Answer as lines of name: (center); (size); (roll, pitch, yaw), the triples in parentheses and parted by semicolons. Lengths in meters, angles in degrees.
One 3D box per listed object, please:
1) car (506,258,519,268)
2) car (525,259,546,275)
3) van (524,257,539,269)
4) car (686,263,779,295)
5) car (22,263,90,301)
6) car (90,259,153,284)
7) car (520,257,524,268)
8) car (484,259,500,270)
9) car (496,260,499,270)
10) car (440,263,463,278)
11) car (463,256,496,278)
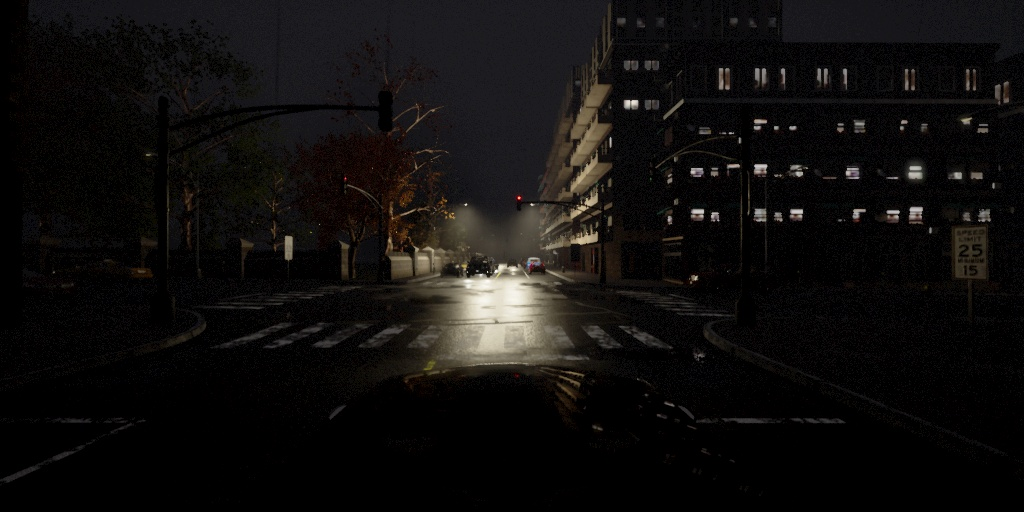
car: (0.080, 1.302, 62.625); (1.837, 1.490, 4.892); (0, 0, 0)
car: (2.741, 1.313, 39.951); (1.888, 1.381, 4.507); (0, 0, 0)
van: (2.749, 1.114, 45.581); (1.690, 1.789, 3.998); (0, 0, 0)
car: (13.476, 1.352, 21.966); (5.009, 1.841, 2.192); (0, 0, 0)
car: (-18.947, 1.007, 13.319); (4.207, 1.307, 1.802); (0, 0, 0)
car: (-24.717, 0.882, 21.652); (4.829, 1.417, 1.751); (0, 0, 0)
car: (2.764, 1.228, 56.842); (1.967, 1.591, 4.097); (0, 0, 0)
car: (-3.019, 1.277, 54.970); (2.128, 1.511, 4.902); (0, 0, 0)
car: (-3.040, 1.321, 44.871); (2.033, 1.411, 5.357); (0, 0, 0)
car: (-5.647, 1.329, 34.332); (1.948, 1.339, 4.313); (0, 0, 0)
car: (-3.042, 0.985, 34.619); (2.150, 2.045, 5.566); (0, 0, 1)
